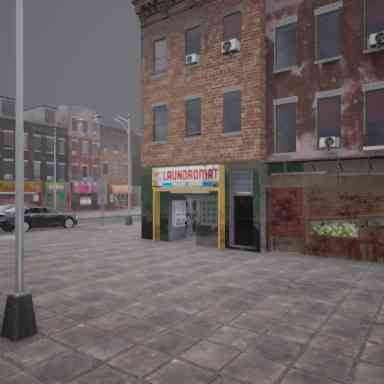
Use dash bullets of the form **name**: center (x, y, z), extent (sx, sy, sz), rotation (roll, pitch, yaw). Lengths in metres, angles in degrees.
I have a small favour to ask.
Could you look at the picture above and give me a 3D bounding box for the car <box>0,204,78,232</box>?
- **car**: center (-9.290, 1.574, 20.184), extent (1.837, 1.490, 4.892), rotation (0, 0, 35)
